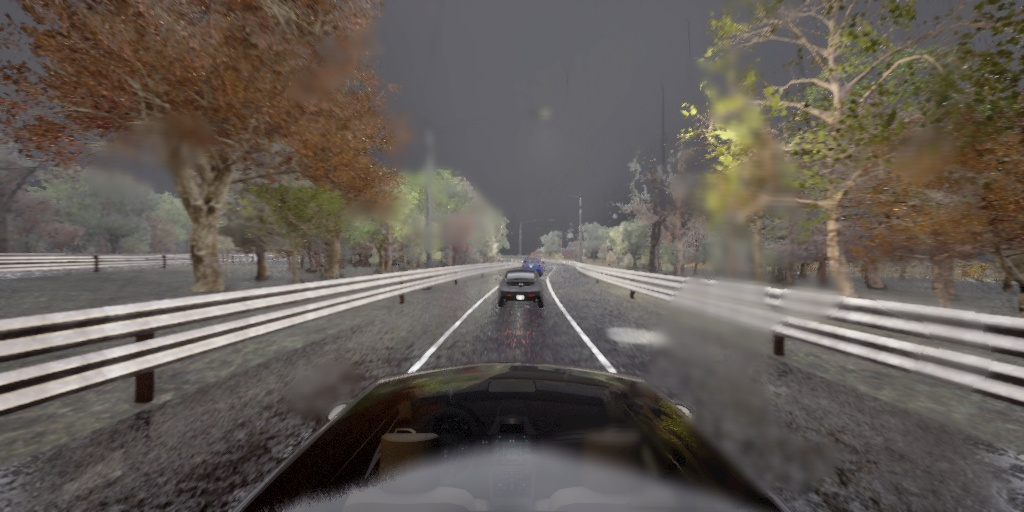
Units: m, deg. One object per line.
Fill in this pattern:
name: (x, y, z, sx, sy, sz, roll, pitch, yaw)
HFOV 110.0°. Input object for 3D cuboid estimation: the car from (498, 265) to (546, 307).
car: (0.436, 1.323, 16.097, 1.837, 1.490, 4.892, 0, 0, 3)

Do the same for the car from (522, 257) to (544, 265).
car: (2.302, 1.172, 39.317, 2.150, 2.045, 5.566, 0, 0, 7)
